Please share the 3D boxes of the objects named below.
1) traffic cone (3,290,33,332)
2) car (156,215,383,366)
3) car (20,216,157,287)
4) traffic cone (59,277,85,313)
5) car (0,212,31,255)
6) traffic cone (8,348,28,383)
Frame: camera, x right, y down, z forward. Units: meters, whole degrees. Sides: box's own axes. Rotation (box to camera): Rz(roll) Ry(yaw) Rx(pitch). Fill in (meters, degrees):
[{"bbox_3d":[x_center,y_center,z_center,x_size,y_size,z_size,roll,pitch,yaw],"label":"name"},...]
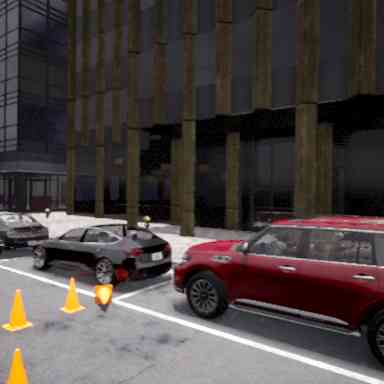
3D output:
[{"bbox_3d":[-2.834,1.897,5.429,0.340,0.580,0.340,1,0,36],"label":"traffic cone"},{"bbox_3d":[2.052,1.322,5.630,5.009,1.841,2.192,1,0,36],"label":"car"},{"bbox_3d":[-2.492,1.497,8.939,4.313,1.339,1.947,1,0,36],"label":"car"},{"bbox_3d":[-2.246,1.902,6.237,0.340,0.580,0.340,1,0,36],"label":"traffic cone"},{"bbox_3d":[-7.033,1.407,12.248,4.403,1.369,2.008,1,0,36],"label":"car"},{"bbox_3d":[-1.807,1.919,3.443,0.340,0.580,0.340,1,0,36],"label":"traffic cone"}]
